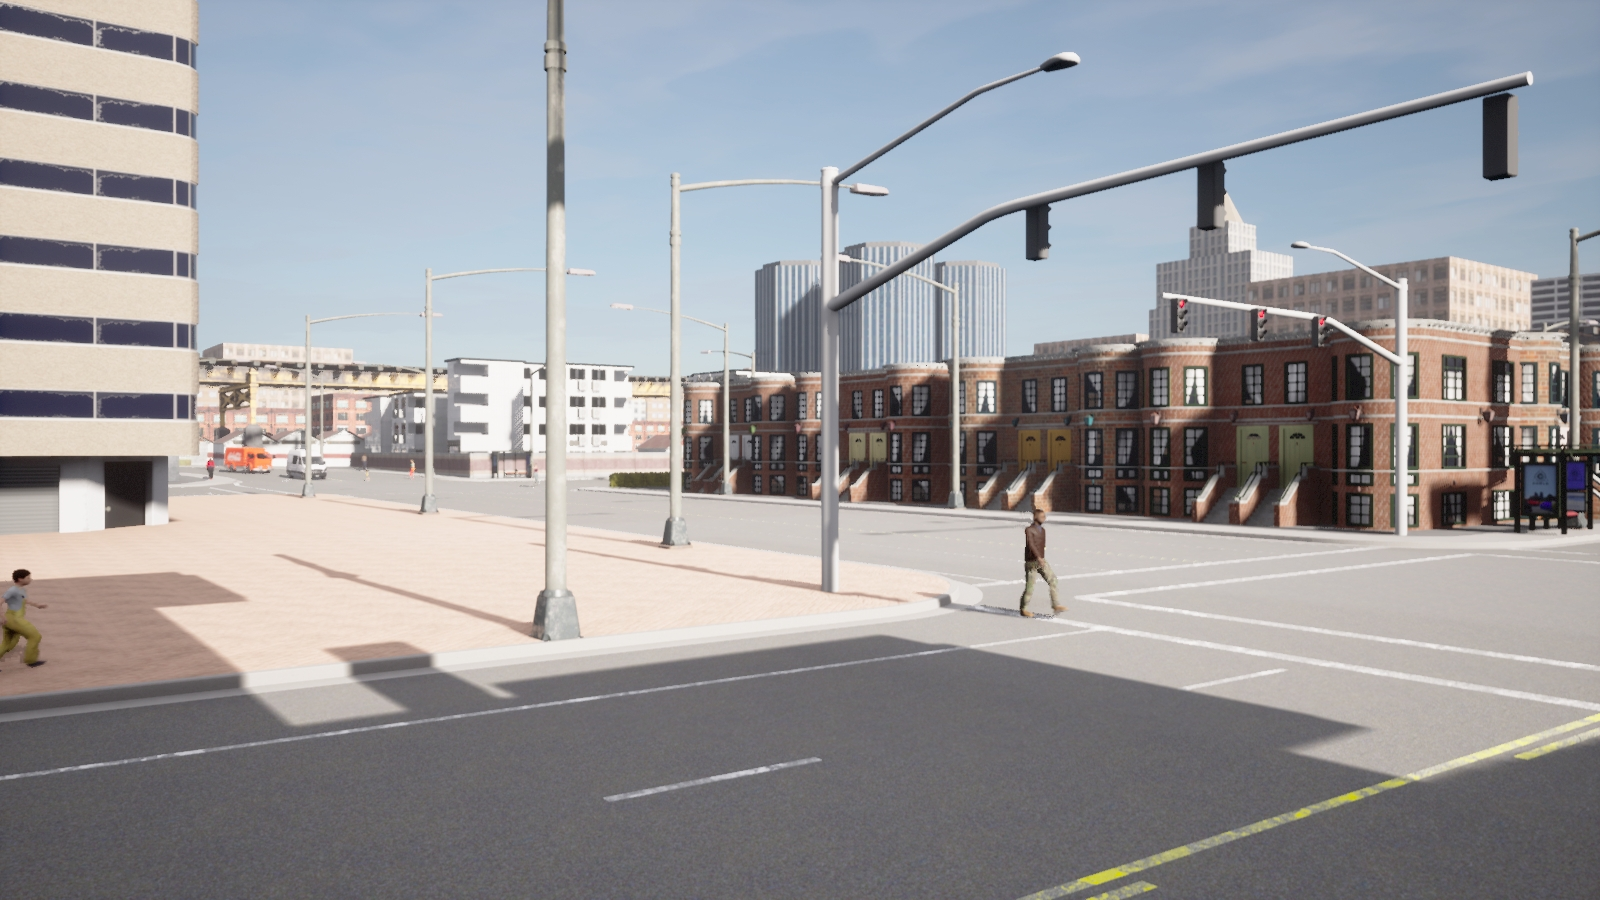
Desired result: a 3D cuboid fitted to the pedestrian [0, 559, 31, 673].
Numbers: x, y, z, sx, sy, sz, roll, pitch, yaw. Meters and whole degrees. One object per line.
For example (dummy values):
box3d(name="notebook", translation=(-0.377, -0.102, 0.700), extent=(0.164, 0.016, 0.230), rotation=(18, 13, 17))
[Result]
box3d(name="pedestrian", translation=(-9.413, 1.975, 13.644), extent=(0.375, 1.300, 0.375), rotation=(0, 0, -33))

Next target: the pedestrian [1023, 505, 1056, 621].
box3d(name="pedestrian", translation=(3.935, 1.840, 18.786), extent=(0.375, 1.860, 0.375), rotation=(0, 0, -39))
